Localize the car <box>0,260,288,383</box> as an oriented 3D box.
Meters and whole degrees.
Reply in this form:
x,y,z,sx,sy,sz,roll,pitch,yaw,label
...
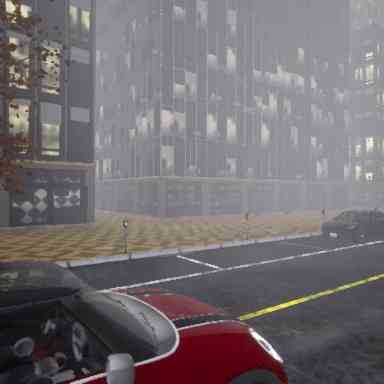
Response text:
x,y,z,sx,sy,sz,roll,pitch,yaw,label
-1.339,1.351,2.479,4.553,1.767,2.097,0,0,-35,car

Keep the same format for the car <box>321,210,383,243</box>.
x,y,z,sx,sy,sz,roll,pitch,yaw,label
8.140,1.563,16.226,4.313,1.339,1.947,0,0,-36,car
